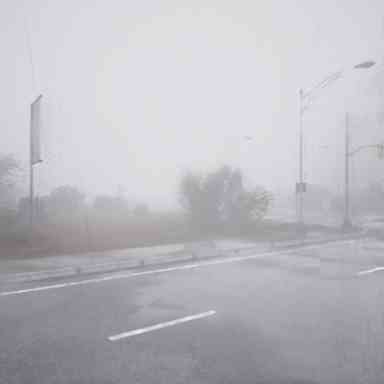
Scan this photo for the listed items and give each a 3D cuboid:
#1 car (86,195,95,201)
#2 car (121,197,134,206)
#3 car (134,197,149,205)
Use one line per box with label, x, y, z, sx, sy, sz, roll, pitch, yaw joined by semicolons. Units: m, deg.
car;-25.299;1.726;84.557;1.994;1.385;4.181;0;0;-37
car;-12.097;1.708;56.154;1.994;1.385;4.181;0;0;-38
car;-9.349;1.670;58.321;1.837;1.490;4.892;0;-1;-38
